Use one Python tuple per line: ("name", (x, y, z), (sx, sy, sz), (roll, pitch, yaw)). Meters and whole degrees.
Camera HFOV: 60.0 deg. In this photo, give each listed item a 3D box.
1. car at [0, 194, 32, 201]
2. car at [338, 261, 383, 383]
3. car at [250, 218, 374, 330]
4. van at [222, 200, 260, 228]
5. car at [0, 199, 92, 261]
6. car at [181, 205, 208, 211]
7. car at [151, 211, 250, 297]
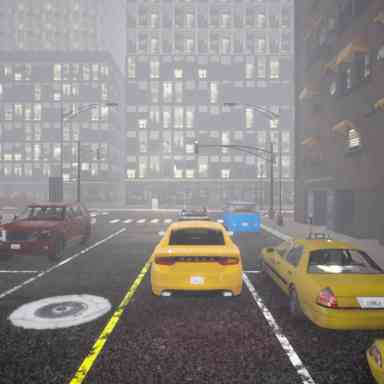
("car", (-20.815, 1.112, 38.136), (5.009, 1.841, 2.192), (1, -1, 0))
("car", (2.570, 1.525, 1.372), (1.752, 1.417, 4.829), (0, 0, 0))
("car", (2.579, 1.527, 7.012), (1.752, 1.417, 4.829), (0, 0, 0))
("van", (2.597, 1.346, 18.122), (1.690, 1.788, 3.998), (0, 0, 0))
("car", (-5.292, 1.318, 12.495), (2.192, 1.841, 5.009), (0, 0, 0))
("car", (0.133, 1.497, 19.095), (2.128, 1.511, 4.902), (0, 0, 0))
("car", (0.112, 1.479, 8.623), (1.882, 1.535, 5.008), (0, 0, 0))
